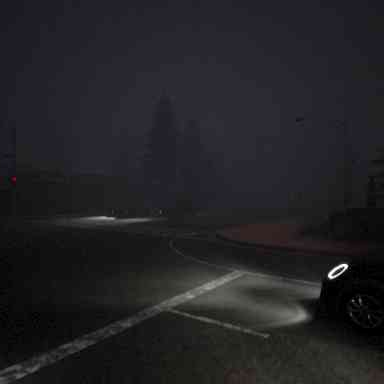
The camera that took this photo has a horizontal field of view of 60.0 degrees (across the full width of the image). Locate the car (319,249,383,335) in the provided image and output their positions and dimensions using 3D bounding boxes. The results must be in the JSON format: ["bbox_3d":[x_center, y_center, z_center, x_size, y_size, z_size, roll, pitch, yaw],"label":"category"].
[{"bbox_3d":[4.452,1.356,5.166,4.553,1.767,2.097,0,0,37],"label":"car"}]

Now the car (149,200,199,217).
[{"bbox_3d":[-1.259,1.487,31.144,2.128,1.511,4.902,0,0,38],"label":"car"}]

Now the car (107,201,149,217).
[{"bbox_3d":[-5.812,1.558,30.970,1.994,1.385,4.181,0,0,38],"label":"car"}]
